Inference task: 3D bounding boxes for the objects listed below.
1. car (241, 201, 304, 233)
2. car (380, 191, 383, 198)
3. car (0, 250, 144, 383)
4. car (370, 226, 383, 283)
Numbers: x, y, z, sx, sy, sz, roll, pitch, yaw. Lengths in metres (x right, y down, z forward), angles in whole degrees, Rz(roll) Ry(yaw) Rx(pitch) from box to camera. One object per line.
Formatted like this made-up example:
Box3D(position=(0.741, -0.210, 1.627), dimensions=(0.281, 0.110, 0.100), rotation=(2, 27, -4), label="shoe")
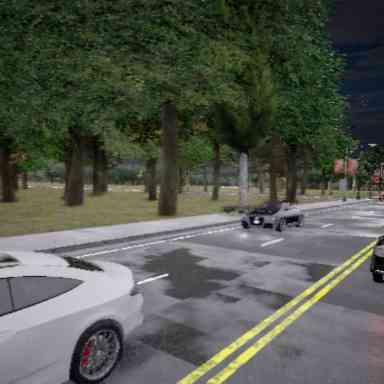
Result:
Box3D(position=(4.264, 1.201, 17.260), dimensions=(1.994, 1.385, 4.181), rotation=(2, 2, 38), label="car")
Box3D(position=(29.593, 0.344, 49.896), dimensions=(2.097, 1.767, 4.553), rotation=(2, 2, 38), label="car")
Box3D(position=(-2.495, 1.395, 3.184), dimensions=(1.812, 1.442, 4.674), rotation=(2, 2, 38), label="car")
Box3D(position=(5.872, 1.373, 8.379), dimensions=(2.128, 1.511, 4.902), rotation=(2, 2, 38), label="car")
